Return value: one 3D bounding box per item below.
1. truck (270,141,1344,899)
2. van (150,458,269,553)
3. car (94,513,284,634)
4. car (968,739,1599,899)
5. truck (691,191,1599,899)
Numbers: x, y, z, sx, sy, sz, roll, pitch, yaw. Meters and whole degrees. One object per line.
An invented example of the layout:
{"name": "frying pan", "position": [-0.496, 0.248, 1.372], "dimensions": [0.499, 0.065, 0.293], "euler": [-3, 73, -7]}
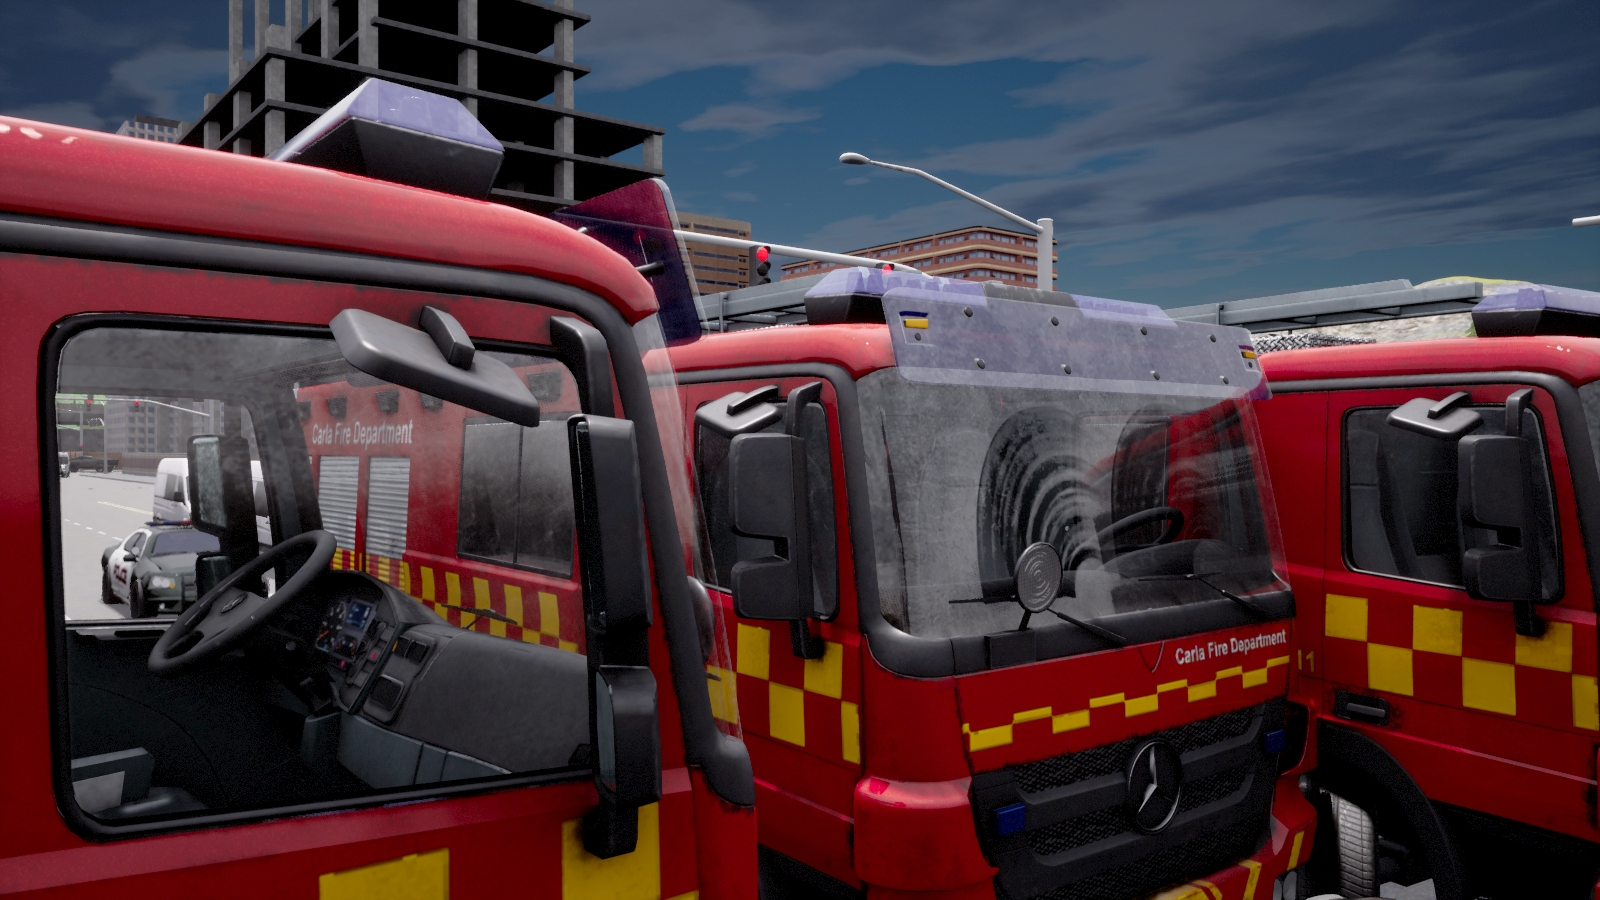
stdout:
{"name": "truck", "position": [-1.099, 0.890, 8.003], "dimensions": [2.891, 3.827, 8.468], "euler": [0, 0, -38]}
{"name": "van", "position": [-17.728, 1.534, 34.129], "dimensions": [1.988, 2.561, 5.915], "euler": [0, 0, -39]}
{"name": "car", "position": [-10.851, 2.036, 20.088], "dimensions": [2.038, 1.542, 4.974], "euler": [0, 0, -39]}
{"name": "car", "position": [2.437, 2.065, 3.109], "dimensions": [1.970, 1.475, 3.806], "euler": [0, 0, -30]}
{"name": "truck", "position": [2.348, 0.890, 8.605], "dimensions": [2.891, 3.827, 8.468], "euler": [0, 0, -31]}
